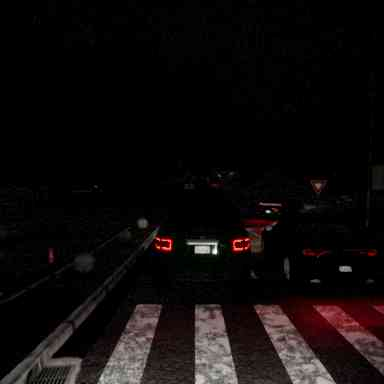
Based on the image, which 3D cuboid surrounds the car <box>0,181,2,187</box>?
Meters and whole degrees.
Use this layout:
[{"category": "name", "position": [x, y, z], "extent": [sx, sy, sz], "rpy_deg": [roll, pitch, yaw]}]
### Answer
[{"category": "car", "position": [-34.354, -1.536, 57.084], "extent": [5.008, 1.535, 1.882], "rpy_deg": [2, 5, 41]}]

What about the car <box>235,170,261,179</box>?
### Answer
[{"category": "car", "position": [13.678, -3.923, 80.981], "extent": [4.892, 1.521, 2.231], "rpy_deg": [1, 5, 10]}]

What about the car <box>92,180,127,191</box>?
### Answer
[{"category": "car", "position": [-11.762, -0.918, 47.453], "extent": [4.892, 1.490, 1.837], "rpy_deg": [-3, 3, -34]}]

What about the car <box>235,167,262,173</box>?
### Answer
[{"category": "car", "position": [15.153, -4.946, 89.044], "extent": [5.566, 2.045, 2.435], "rpy_deg": [1, 6, 10]}]

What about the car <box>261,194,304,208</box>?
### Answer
[{"category": "car", "position": [6.103, 0.854, 22.596], "extent": [2.128, 1.511, 4.902], "rpy_deg": [2, 5, 34]}]

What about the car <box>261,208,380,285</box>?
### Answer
[{"category": "car", "position": [3.277, 1.450, 9.475], "extent": [1.882, 1.535, 5.008], "rpy_deg": [0, 0, 1]}]

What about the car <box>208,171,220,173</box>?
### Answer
[{"category": "car", "position": [5.103, -3.482, 76.553], "extent": [1.882, 1.535, 5.008], "rpy_deg": [1, 5, 9]}]

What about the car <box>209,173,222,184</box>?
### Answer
[{"category": "car", "position": [4.515, -2.514, 66.375], "extent": [1.837, 1.490, 4.892], "rpy_deg": [0, 5, 2]}]

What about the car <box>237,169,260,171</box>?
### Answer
[{"category": "car", "position": [14.197, -4.305, 83.662], "extent": [4.553, 1.767, 2.185], "rpy_deg": [1, 5, 10]}]

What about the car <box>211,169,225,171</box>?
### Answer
[{"category": "car", "position": [6.737, -4.418, 86.438], "extent": [1.882, 1.535, 5.008], "rpy_deg": [1, 6, 10]}]

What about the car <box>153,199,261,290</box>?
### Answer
[{"category": "car", "position": [0.267, 1.193, 9.195], "extent": [2.150, 2.045, 5.566], "rpy_deg": [0, 1, 1]}]

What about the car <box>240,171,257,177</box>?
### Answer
[{"category": "car", "position": [15.587, -4.927, 91.752], "extent": [4.792, 1.488, 2.163], "rpy_deg": [1, 6, 11]}]
